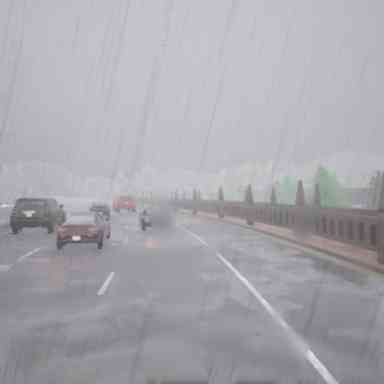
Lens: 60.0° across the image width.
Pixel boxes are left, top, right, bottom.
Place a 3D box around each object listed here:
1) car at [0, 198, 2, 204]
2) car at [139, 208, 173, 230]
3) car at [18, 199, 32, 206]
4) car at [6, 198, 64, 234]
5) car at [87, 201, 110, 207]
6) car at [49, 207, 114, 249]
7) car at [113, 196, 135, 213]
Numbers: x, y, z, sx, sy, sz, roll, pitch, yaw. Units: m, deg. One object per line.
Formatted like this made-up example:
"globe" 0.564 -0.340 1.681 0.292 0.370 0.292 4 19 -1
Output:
"car" -43.439 2.026 74.207 2.033 1.411 5.357 0 0 -21
"car" -2.513 1.716 21.999 1.895 1.301 4.718 0 0 -12
"car" -32.086 2.016 63.987 1.895 1.301 4.718 0 0 -21
"car" -9.326 1.354 20.495 2.150 2.045 5.566 0 0 -12
"car" -9.108 1.695 32.595 1.837 1.490 4.892 0 0 -18
"car" -4.797 1.616 15.079 1.812 1.442 4.674 0 0 -9
"car" -8.482 1.451 41.368 2.150 2.045 5.566 0 0 -20
